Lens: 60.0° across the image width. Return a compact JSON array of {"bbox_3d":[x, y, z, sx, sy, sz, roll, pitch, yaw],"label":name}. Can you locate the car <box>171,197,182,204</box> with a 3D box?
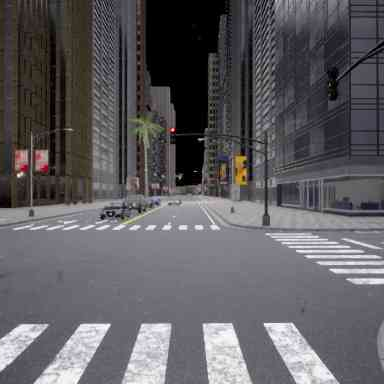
[{"bbox_3d":[-3.228,1.789,69.693,1.994,1.385,4.181,0,0,0],"label":"car"}]

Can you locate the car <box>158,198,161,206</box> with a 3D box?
[{"bbox_3d":[-6.613,1.653,58.520,1.882,1.535,5.008,0,0,0],"label":"car"}]

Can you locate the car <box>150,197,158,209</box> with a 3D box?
[{"bbox_3d":[-6.645,1.483,48.380,2.097,1.767,4.553,0,0,0],"label":"car"}]

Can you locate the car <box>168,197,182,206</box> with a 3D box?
[{"bbox_3d":[-3.218,1.782,59.798,1.895,1.301,4.718,0,0,0],"label":"car"}]

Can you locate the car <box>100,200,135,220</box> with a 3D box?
[{"bbox_3d":[-6.631,1.628,29.128,1.994,1.385,4.181,0,0,0],"label":"car"}]

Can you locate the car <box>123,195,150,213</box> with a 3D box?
[{"bbox_3d":[-6.642,1.314,38.452,2.150,2.045,5.566,0,0,0],"label":"car"}]
